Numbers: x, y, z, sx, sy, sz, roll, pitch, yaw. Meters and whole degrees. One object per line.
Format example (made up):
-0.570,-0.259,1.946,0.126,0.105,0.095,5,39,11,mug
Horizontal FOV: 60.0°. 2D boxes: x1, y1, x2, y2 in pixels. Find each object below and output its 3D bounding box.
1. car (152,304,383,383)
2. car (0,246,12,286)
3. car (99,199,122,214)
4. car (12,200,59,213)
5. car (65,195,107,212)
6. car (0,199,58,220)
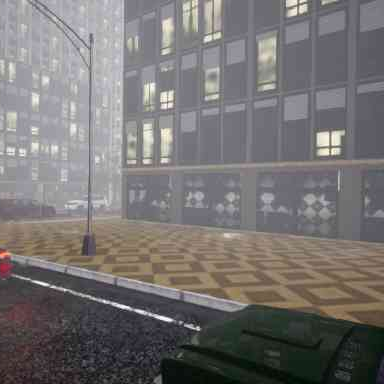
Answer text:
1.983,1.601,2.272,4.718,1.301,1.895,0,0,35,car
-6.128,1.521,8.019,4.674,1.442,1.812,0,0,35,car
-8.099,1.830,39.189,1.752,1.417,4.829,1,0,36,car
-18.395,1.643,39.327,1.752,1.417,4.829,1,0,36,car
-13.177,1.427,42.031,2.150,2.045,5.566,1,0,37,car
-14.875,1.519,29.961,2.192,1.841,5.009,1,0,36,car
